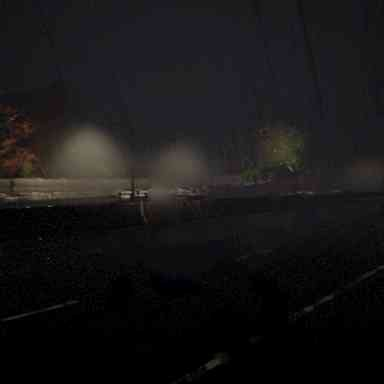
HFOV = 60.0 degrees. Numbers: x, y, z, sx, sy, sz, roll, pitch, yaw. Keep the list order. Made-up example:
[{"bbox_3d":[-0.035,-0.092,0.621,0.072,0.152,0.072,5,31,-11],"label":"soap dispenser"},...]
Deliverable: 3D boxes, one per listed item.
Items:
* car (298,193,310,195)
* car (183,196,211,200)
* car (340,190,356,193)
[{"bbox_3d":[15.635,0.874,46.879,4.181,1.385,1.994,-1,1,-44],"label":"car"},{"bbox_3d":[0.202,1.138,31.504,4.892,1.490,1.837,-1,1,-45],"label":"car"},{"bbox_3d":[27.345,0.425,58.524,2.097,1.767,4.553,0,1,45],"label":"car"}]
